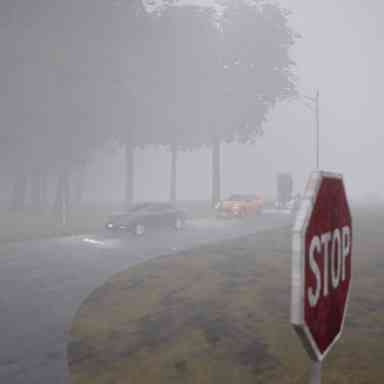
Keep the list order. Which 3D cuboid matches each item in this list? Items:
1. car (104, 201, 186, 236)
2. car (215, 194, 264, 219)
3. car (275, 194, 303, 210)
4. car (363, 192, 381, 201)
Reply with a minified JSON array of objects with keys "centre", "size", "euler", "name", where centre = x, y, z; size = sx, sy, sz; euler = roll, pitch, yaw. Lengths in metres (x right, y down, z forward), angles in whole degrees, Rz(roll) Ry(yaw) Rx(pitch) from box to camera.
[{"centre":[-2.270,1.272,17.200],"size":[1.837,1.490,4.892],"euler":[1,1,38],"name":"car"},{"centre":[3.596,0.938,24.795],"size":[2.097,1.767,4.553],"euler":[1,1,38],"name":"car"},{"centre":[9.860,0.933,32.903],"size":[1.812,1.442,4.674],"euler":[1,1,38],"name":"car"},{"centre":[28.140,0.662,51.777],"size":[1.895,1.301,4.718],"euler":[1,1,38],"name":"car"}]
